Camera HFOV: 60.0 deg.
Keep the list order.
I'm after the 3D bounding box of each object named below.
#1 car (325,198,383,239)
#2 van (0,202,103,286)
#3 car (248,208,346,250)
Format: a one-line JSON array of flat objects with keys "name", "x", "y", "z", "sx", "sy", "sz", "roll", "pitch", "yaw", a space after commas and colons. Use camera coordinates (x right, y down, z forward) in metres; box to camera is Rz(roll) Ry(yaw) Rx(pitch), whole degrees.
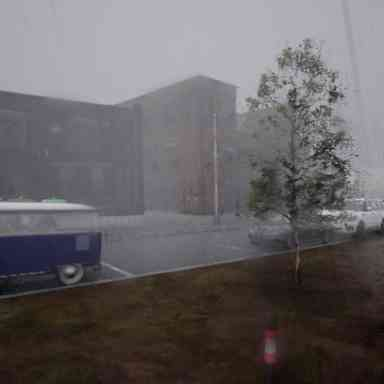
[{"name": "car", "x": 8.764, "y": 1.331, "z": 18.089, "sx": 5.566, "sy": 2.045, "sz": 2.435, "roll": 2, "pitch": -1, "yaw": -43}, {"name": "van", "x": -4.433, "y": 1.217, "z": 7.673, "sx": 4.442, "sy": 1.987, "sz": 1.878, "roll": 2, "pitch": -1, "yaw": -37}, {"name": "car", "x": 4.489, "y": 1.578, "z": 14.527, "sx": 4.674, "sy": 1.452, "sz": 2.002, "roll": 2, "pitch": -1, "yaw": -39}]
